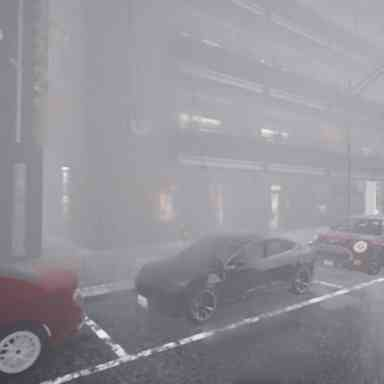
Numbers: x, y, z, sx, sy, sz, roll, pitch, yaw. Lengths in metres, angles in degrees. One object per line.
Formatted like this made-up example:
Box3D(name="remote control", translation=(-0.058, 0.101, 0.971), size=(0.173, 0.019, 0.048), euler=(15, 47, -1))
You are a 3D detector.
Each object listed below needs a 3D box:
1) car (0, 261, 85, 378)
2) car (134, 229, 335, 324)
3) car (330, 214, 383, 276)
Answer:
Box3D(name="car", translation=(-3.632, 1.544, 3.955), size=(4.507, 1.381, 1.887), euler=(0, 1, -35))
Box3D(name="car", translation=(0.902, 1.574, 7.191), size=(4.313, 1.339, 1.947), euler=(0, 1, -35))
Box3D(name="car", translation=(5.436, 1.458, 10.425), size=(4.097, 1.590, 1.967), euler=(0, 1, -35))
